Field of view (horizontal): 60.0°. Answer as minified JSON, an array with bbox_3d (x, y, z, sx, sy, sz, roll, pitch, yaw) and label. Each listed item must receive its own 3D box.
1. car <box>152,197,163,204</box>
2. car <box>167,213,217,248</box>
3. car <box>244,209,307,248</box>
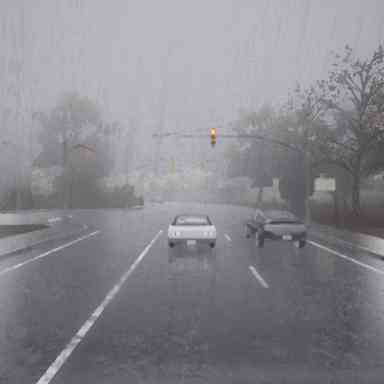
[{"bbox_3d":[-8.304,1.884,79.212,2.097,1.767,4.553,0,-1,-16],"label":"car"},{"bbox_3d":[0.000,1.593,14.681,1.895,1.301,4.718,0,0,0],"label":"car"},{"bbox_3d":[3.500,1.472,14.651,2.128,1.511,4.902,0,0,0],"label":"car"}]
